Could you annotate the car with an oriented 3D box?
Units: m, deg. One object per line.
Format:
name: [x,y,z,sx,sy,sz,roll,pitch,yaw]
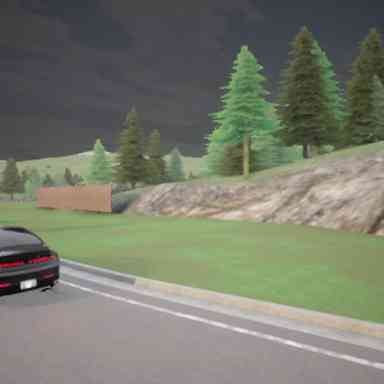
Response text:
car: [-5.030,1.572,8.092,4.892,1.490,1.837,-1,0,41]
